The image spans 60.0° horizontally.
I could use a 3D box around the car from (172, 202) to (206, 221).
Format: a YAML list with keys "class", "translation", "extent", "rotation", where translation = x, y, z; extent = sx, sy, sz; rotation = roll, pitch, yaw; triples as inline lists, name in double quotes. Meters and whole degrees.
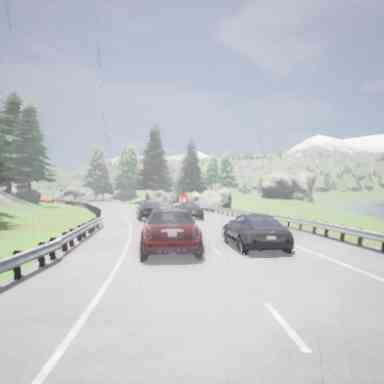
- class: "car"
  translation: [-0.351, 1.630, 29.150]
  extent: [1.994, 1.385, 4.181]
  rotation: [0, 0, -14]

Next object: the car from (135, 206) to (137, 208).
- class: "car"
  translation: [-3.671, 1.580, 28.062]
  extent: [1.837, 1.490, 4.892]
  rotation: [0, 0, -14]

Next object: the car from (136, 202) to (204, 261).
- class: "car"
  translation: [-0.863, 1.382, 12.719]
  extent: [2.097, 1.767, 4.553]
  rotation: [0, 0, -6]

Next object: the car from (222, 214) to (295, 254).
- class: "car"
  translation: [2.559, 1.587, 13.686]
  extent: [1.994, 1.385, 4.181]
  rotation: [0, 0, -7]

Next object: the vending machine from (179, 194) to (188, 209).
- class: "vending machine"
  translation: [-1.231, 1.305, 47.397]
  extent: [1.100, 2.100, 0.880]
  rotation: [0, 0, -22]
